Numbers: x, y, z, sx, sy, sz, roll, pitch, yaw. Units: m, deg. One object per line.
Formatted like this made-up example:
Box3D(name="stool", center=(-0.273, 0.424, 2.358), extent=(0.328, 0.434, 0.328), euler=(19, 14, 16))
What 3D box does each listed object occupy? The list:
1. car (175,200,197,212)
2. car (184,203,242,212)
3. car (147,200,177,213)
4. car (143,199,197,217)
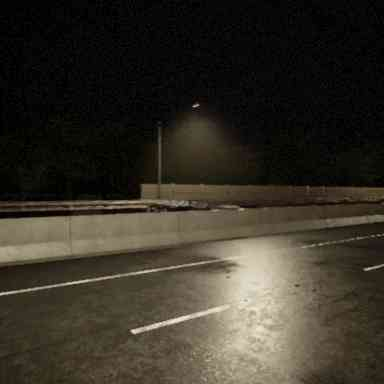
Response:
Box3D(name="car", center=(1.125, 1.574, 26.312), extent=(4.181, 1.385, 1.994), euler=(0, 0, -36))
Box3D(name="car", center=(2.109, 1.609, 22.713), extent=(4.718, 1.301, 1.895), euler=(0, 0, -36))
Box3D(name="car", center=(-1.011, 1.504, 29.087), extent=(4.902, 1.511, 2.128), euler=(0, 0, -36))
Box3D(name="car", center=(-2.092, 1.504, 32.614), extent=(4.902, 1.511, 2.128), euler=(0, 0, -36))
